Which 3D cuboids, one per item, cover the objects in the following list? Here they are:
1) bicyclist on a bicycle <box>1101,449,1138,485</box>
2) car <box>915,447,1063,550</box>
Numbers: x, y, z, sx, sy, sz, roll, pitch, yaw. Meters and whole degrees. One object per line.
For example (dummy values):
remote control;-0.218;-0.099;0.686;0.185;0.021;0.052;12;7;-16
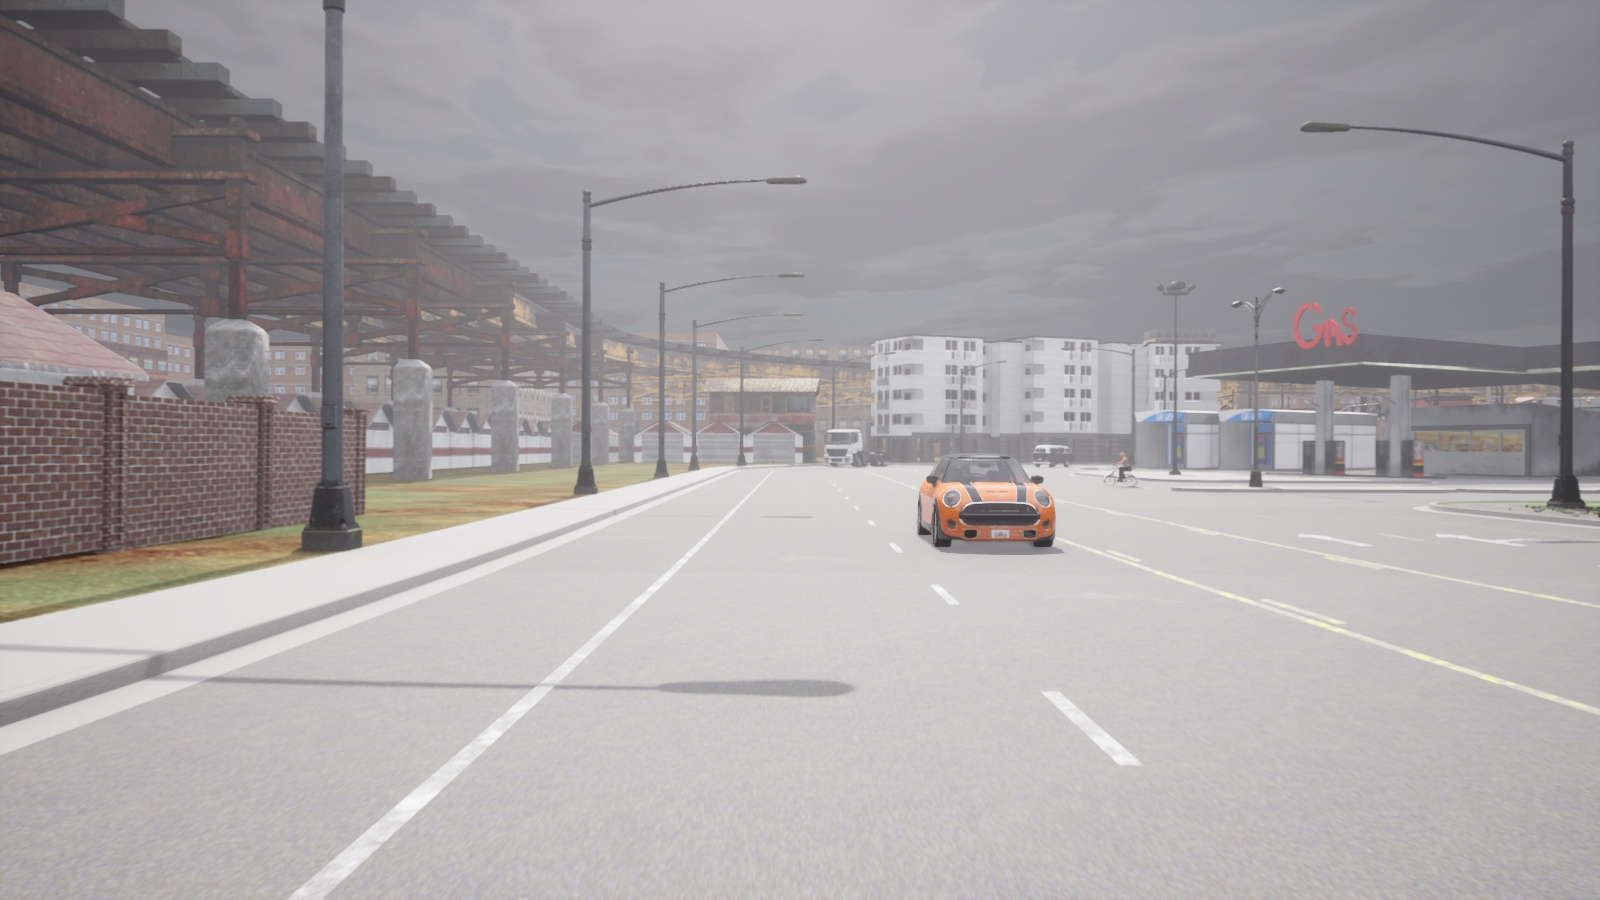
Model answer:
bicyclist on a bicycle;14.647;0.773;57.591;1.509;1.612;0.866;0;-3;23
car;3.446;0.825;23.767;2.097;1.767;4.553;0;0;0
